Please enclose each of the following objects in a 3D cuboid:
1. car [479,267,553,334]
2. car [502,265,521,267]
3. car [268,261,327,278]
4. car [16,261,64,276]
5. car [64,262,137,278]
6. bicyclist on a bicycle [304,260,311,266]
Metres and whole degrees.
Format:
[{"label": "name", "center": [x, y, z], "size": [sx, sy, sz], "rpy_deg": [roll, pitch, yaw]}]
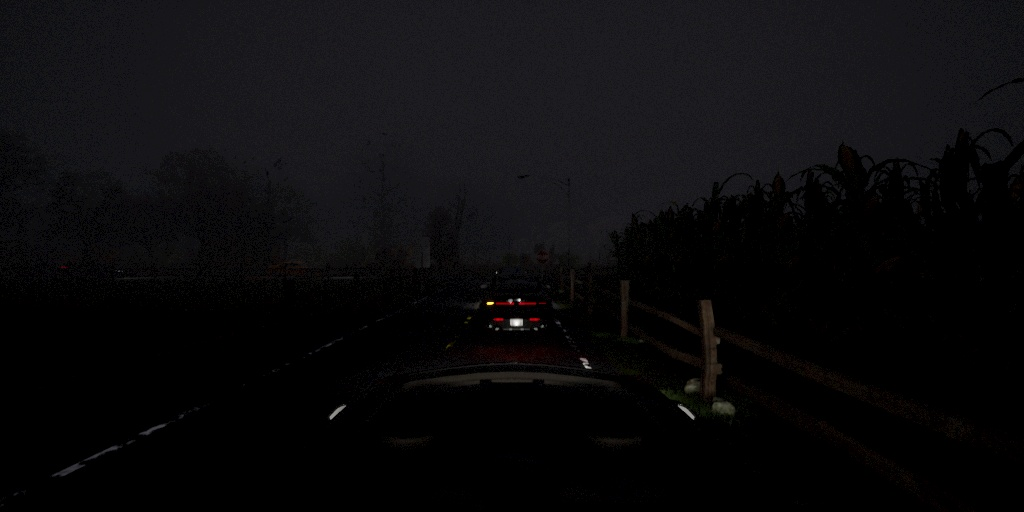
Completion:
[{"label": "car", "center": [0.102, 1.256, 10.608], "size": [1.837, 1.490, 4.892], "rpy_deg": [0, 0, 0]}, {"label": "car", "center": [-0.037, 1.297, 22.523], "size": [2.033, 1.411, 5.357], "rpy_deg": [0, 0, -2]}, {"label": "car", "center": [-19.730, 1.257, 33.202], "size": [5.008, 1.535, 1.882], "rpy_deg": [0, 0, 1]}, {"label": "car", "center": [-47.213, 1.300, 36.486], "size": [4.892, 1.490, 1.837], "rpy_deg": [0, 0, 1]}, {"label": "car", "center": [-38.052, 1.297, 33.468], "size": [4.892, 1.490, 1.837], "rpy_deg": [0, 0, 1]}, {"label": "bicyclist on a bicycle", "center": [-22.415, 1.239, 39.210], "size": [0.582, 1.620, 1.656], "rpy_deg": [0, 0, 1]}]
